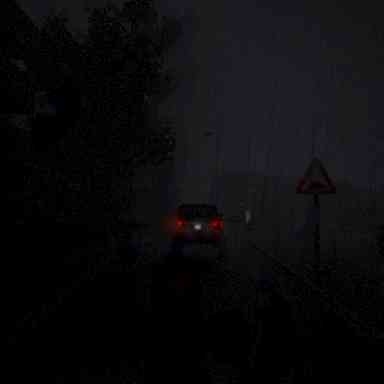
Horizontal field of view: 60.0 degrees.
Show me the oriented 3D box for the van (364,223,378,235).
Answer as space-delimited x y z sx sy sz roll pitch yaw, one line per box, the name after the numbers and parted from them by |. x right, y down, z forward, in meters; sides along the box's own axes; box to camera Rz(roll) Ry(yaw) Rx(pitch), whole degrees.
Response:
31.617 6.797 62.267 1.878 1.987 4.442 8 -6 -29 | van

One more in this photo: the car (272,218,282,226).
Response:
13.652 5.220 59.508 1.946 1.575 5.366 7 -5 -30 | car

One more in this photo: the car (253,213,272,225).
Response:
10.819 4.666 58.822 2.435 2.045 5.566 8 -6 -30 | car

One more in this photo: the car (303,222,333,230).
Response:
22.623 6.161 60.865 2.002 1.452 4.674 7 -5 -29 | car

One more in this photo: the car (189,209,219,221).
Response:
1.969 3.914 57.191 2.435 2.045 5.566 2 -4 -30 | car

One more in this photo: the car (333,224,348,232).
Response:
25.593 6.463 61.372 2.002 1.452 4.674 8 -6 -29 | car

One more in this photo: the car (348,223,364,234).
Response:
28.475 6.726 62.021 1.946 1.575 5.366 7 -5 -29 | car

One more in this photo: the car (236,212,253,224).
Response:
7.822 4.484 58.267 2.185 1.767 4.553 7 -5 -30 | car

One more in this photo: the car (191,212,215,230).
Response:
1.088 2.654 31.132 1.882 1.535 5.008 0 -3 6 | car

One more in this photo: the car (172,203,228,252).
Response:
0.281 1.565 15.675 2.150 2.045 5.566 0 -2 1 | car

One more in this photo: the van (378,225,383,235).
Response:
34.590 7.098 62.758 1.878 1.987 4.442 8 -6 -29 | van

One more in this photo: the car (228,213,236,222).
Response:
4.849 4.221 57.773 2.185 1.767 4.553 5 -5 -31 | car
